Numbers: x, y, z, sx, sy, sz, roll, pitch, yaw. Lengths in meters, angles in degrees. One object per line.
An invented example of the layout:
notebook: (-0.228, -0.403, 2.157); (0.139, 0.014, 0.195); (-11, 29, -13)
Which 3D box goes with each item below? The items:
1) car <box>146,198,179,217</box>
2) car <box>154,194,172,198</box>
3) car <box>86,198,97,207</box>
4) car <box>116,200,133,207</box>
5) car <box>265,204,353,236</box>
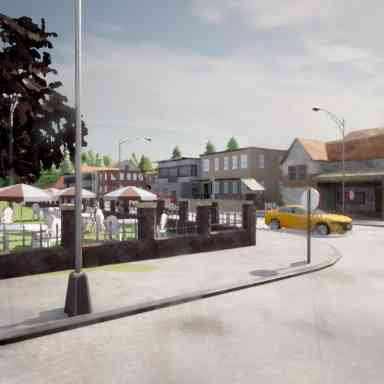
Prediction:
car: (-2.721, 1.547, 31.379); (2.033, 1.411, 5.357); (0, 0, -35)
car: (-4.428, 1.221, 41.004); (2.150, 2.045, 5.566); (0, 0, -35)
car: (-15.657, 1.493, 49.689); (2.128, 1.511, 4.902); (0, 0, -35)
car: (-10.442, 1.564, 49.451); (1.994, 1.385, 4.181); (0, 0, -35)
car: (6.379, 1.478, 18.657); (1.882, 1.535, 5.008); (0, 0, -36)
